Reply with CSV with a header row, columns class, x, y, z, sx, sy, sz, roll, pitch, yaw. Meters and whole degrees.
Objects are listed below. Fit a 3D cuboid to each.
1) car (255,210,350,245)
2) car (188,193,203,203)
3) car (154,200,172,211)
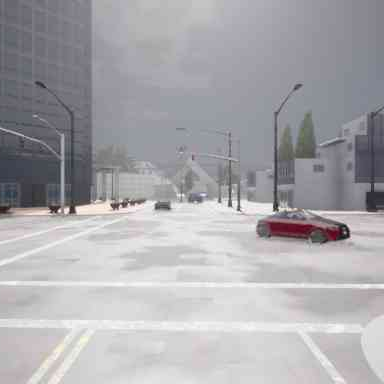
class,x,y,z,sx,sy,sz,roll,pitch,yaw
car,5.103,1.564,15.665,4.181,1.385,1.994,0,0,42
car,0.708,1.221,67.382,2.150,2.045,5.566,0,0,12
car,-3.620,1.600,41.672,1.895,1.301,4.718,0,0,0
